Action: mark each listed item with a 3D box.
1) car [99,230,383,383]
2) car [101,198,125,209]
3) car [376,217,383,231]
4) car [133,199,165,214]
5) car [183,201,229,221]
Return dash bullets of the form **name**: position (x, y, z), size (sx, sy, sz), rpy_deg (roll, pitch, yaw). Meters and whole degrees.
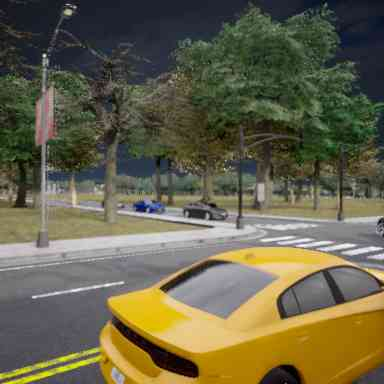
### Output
- **car**: position (1.351, 1.497, 4.408), size (5.008, 1.535, 1.882), rpy_deg (0, 0, -36)
- **car**: position (-10.691, 1.545, 44.933), size (2.128, 1.511, 4.902), rpy_deg (0, 0, -35)
- **car**: position (10.607, 1.590, 15.854), size (2.128, 1.511, 4.902), rpy_deg (1, 0, 6)
- **car**: position (-4.783, 1.539, 36.644), size (1.882, 1.535, 5.008), rpy_deg (0, 0, -35)
- **car**: position (1.122, 1.578, 28.369), size (1.837, 1.490, 4.892), rpy_deg (0, 0, -35)
